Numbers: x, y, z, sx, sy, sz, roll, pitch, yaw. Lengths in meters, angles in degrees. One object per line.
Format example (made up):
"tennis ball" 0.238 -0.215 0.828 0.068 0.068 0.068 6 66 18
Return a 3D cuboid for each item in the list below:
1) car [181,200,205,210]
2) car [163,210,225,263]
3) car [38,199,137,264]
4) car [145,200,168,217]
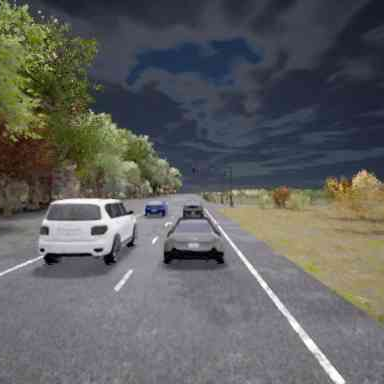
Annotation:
"car" 0.093 1.539 30.891 1.837 1.490 4.892 0 0 0
"car" 0.067 1.580 12.041 1.994 1.385 4.181 0 0 0
"car" -3.428 1.240 11.996 2.150 2.045 5.566 0 0 0
"car" -3.404 1.513 32.414 1.882 1.535 5.008 0 0 0
